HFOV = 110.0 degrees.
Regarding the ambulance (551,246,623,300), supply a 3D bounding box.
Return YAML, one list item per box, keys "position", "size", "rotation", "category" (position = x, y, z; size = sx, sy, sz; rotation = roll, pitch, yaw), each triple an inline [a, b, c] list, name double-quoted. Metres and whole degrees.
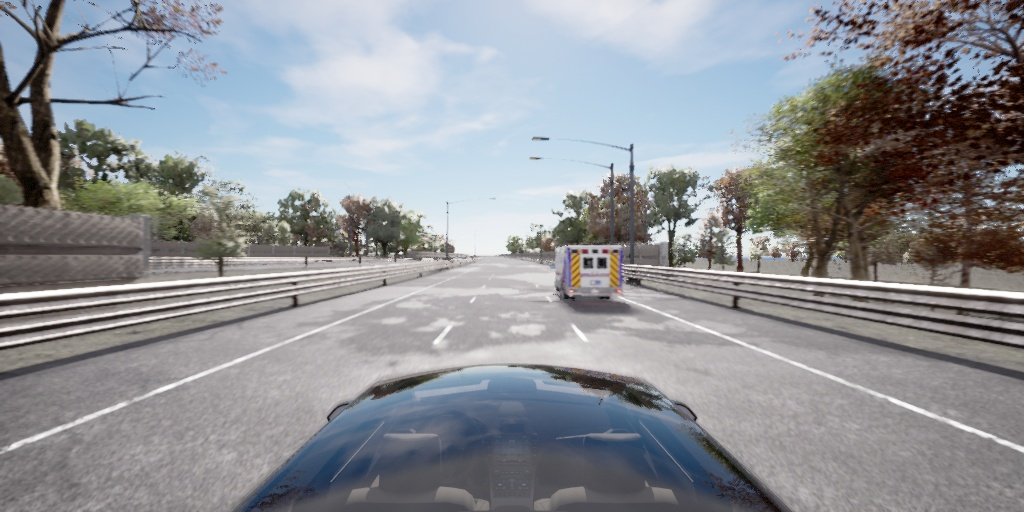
- position: [3.447, 0.803, 17.850]
  size: [2.351, 2.431, 6.366]
  rotation: [0, 0, 0]
  category: "ambulance"
